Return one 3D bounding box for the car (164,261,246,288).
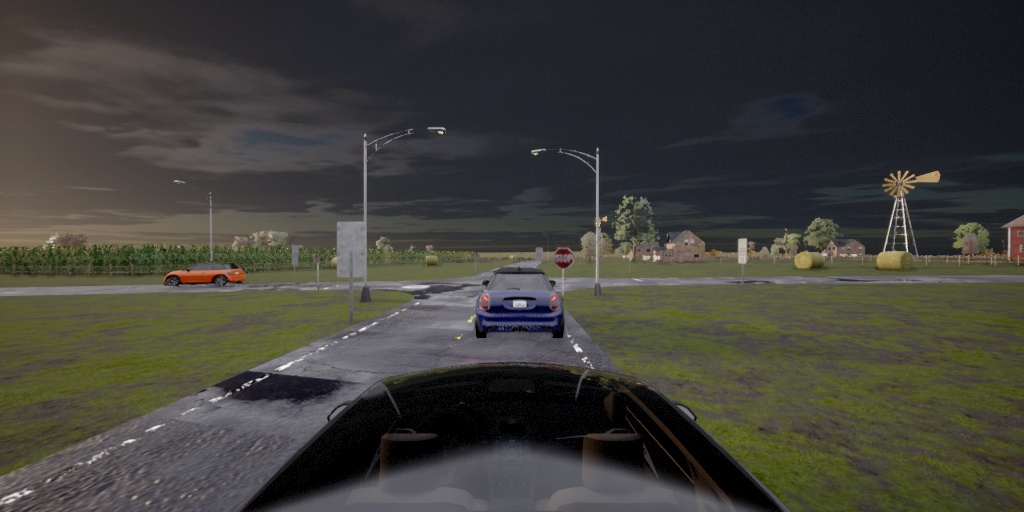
[{"bbox_3d":[-22.265,1.289,26.045,4.553,1.767,2.097,-1,0,-6],"label":"car"}]

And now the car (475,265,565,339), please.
[{"bbox_3d":[0.197,1.101,10.185,2.097,1.767,4.553,0,0,1],"label":"car"}]
